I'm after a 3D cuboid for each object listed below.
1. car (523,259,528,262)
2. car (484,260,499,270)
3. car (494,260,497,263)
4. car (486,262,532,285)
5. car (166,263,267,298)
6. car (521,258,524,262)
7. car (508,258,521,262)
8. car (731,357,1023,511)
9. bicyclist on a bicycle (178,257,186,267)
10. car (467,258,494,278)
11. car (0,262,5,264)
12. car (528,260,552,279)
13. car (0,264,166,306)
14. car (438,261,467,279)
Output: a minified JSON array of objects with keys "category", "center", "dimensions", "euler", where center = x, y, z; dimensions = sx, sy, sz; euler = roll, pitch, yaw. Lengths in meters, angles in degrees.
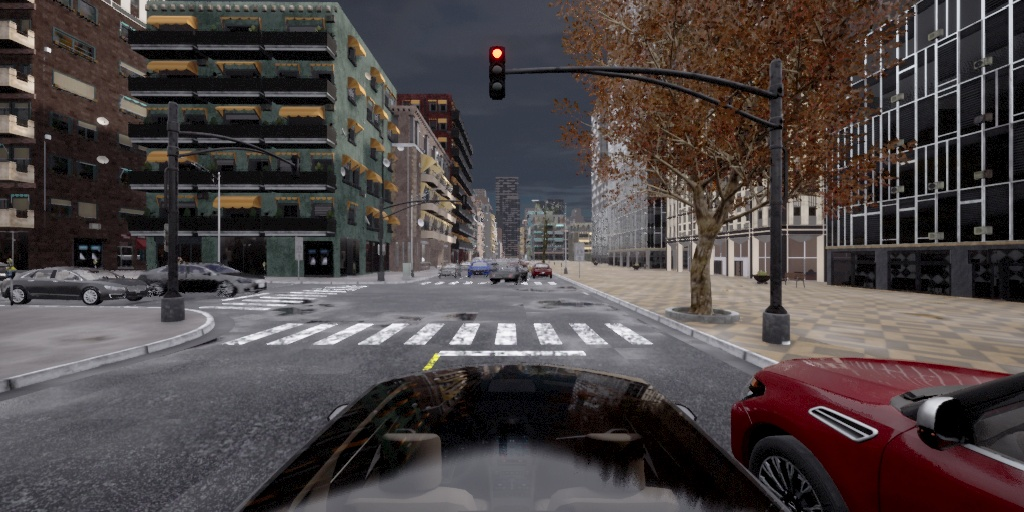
[{"category":"car","center":[2.685,1.298,44.280],"dimensions":[1.751,1.417,4.829],"euler":[0,0,0]},{"category":"car","center":[-3.090,1.333,54.693],"dimensions":[2.033,1.411,5.357],"euler":[0,0,0]},{"category":"car","center":[-3.095,1.337,44.329],"dimensions":[1.994,1.385,4.181],"euler":[0,0,0]},{"category":"car","center":[-0.127,1.358,25.926],"dimensions":[1.895,1.301,4.718],"euler":[0,0,13]},{"category":"car","center":[-13.994,1.070,16.387],"dimensions":[4.902,1.511,2.128],"euler":[1,0,-3]},{"category":"car","center":[2.682,1.375,60.708],"dimensions":[1.802,1.307,4.207],"euler":[0,0,0]},{"category":"car","center":[0.091,1.389,57.175],"dimensions":[1.895,1.301,4.718],"euler":[0,0,0]},{"category":"car","center":[2.692,1.065,0.658],"dimensions":[2.192,1.841,5.009],"euler":[0,0,0]},{"category":"bicyclist on a bicycle","center":[-23.172,0.761,24.886],"dimensions":[0.582,1.620,1.656],"euler":[1,0,-1]},{"category":"car","center":[-3.097,1.241,34.332],"dimensions":[1.882,1.535,5.008],"euler":[0,0,0]},{"category":"car","center":[-33.191,0.869,21.835],"dimensions":[4.403,1.370,2.007],"euler":[0,0,-1]},{"category":"car","center":[2.686,1.307,33.045],"dimensions":[1.888,1.381,4.507],"euler":[0,0,0]},{"category":"car","center":[-16.436,1.091,13.626],"dimensions":[4.403,1.370,2.007],"euler":[0,0,-1]},{"category":"car","center":[-5.694,1.313,33.044],"dimensions":[2.007,1.370,4.403],"euler":[0,0,0]}]
